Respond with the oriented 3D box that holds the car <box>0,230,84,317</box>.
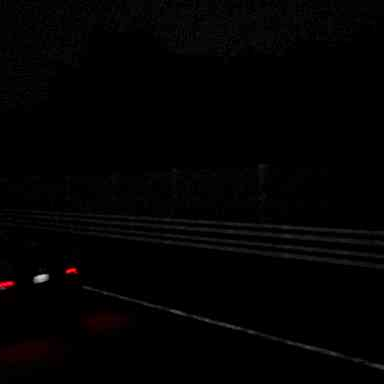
[{"bbox_3d":[-4.631,1.555,7.279,5.357,1.411,2.033,0,0,37],"label":"car"}]
